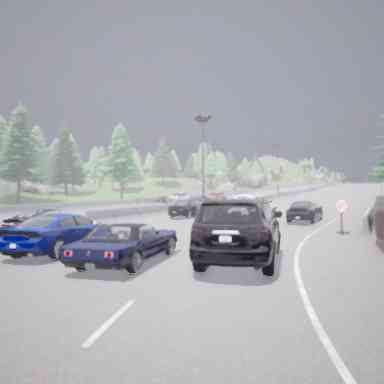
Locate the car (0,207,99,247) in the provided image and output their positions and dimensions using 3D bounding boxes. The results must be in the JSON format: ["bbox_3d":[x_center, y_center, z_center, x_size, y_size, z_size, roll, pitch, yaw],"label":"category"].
[{"bbox_3d":[-7.183,1.626,16.976,2.128,1.511,4.902,-1,0,21],"label":"car"}]

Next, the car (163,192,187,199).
[{"bbox_3d":[-2.484,1.127,61.769,2.150,2.045,5.566,-1,1,31],"label":"car"}]

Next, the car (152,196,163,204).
[{"bbox_3d":[-5.694,1.475,63.181,1.837,1.490,4.892,-1,1,31],"label":"car"}]

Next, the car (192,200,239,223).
[{"bbox_3d":[2.063,1.531,27.498,1.837,1.490,4.892,-1,1,30],"label":"car"}]

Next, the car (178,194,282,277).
[{"bbox_3d":[1.556,1.200,10.461,2.150,2.045,5.566,-1,0,17],"label":"car"}]

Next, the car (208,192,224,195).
[{"bbox_3d":[4.113,0.995,59.224,2.150,2.045,5.566,-1,1,31],"label":"car"}]

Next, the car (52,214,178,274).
[{"bbox_3d":[-2.010,1.628,10.704,1.895,1.301,4.718,-1,0,16],"label":"car"}]

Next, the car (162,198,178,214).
[{"bbox_3d":[-0.255,1.543,30.466,1.882,1.535,5.008,-1,0,30],"label":"car"}]

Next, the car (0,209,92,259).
[{"bbox_3d":[-4.950,1.558,12.927,1.882,1.535,5.008,-1,0,18],"label":"car"}]

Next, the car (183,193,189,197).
[{"bbox_3d":[0.830,1.403,60.518,1.994,1.385,4.181,-1,1,31],"label":"car"}]

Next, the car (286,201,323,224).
[{"bbox_3d":[8.266,1.418,24.246,1.837,1.490,4.892,-1,1,30],"label":"car"}]
